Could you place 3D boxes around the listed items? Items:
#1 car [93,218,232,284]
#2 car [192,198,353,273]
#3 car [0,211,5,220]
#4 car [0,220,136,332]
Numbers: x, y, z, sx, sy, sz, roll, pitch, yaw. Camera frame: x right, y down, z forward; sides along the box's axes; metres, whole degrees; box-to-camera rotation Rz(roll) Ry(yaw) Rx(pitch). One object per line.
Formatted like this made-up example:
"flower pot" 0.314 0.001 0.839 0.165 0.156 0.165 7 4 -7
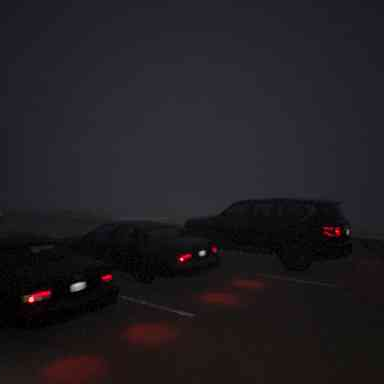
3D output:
"car" -1.786 1.529 9.544 5.357 1.411 2.033 0 0 36
"car" 2.220 1.211 10.969 5.566 2.045 2.150 0 0 36
"car" -15.206 1.530 23.425 4.718 1.301 1.895 0 0 36
"car" -3.828 1.529 6.703 5.357 1.411 2.033 0 0 36
